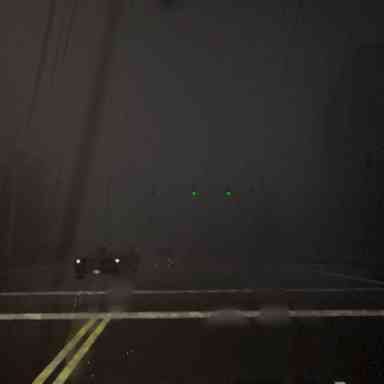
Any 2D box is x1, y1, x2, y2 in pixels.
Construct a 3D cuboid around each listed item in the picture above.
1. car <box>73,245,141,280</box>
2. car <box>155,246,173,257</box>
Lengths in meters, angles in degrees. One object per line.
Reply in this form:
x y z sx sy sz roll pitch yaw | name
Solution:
-3.461 2.955 14.333 1.895 1.301 4.718 -1 -9 0 | car
-3.359 7.253 40.420 1.895 1.301 4.718 0 -9 0 | car
